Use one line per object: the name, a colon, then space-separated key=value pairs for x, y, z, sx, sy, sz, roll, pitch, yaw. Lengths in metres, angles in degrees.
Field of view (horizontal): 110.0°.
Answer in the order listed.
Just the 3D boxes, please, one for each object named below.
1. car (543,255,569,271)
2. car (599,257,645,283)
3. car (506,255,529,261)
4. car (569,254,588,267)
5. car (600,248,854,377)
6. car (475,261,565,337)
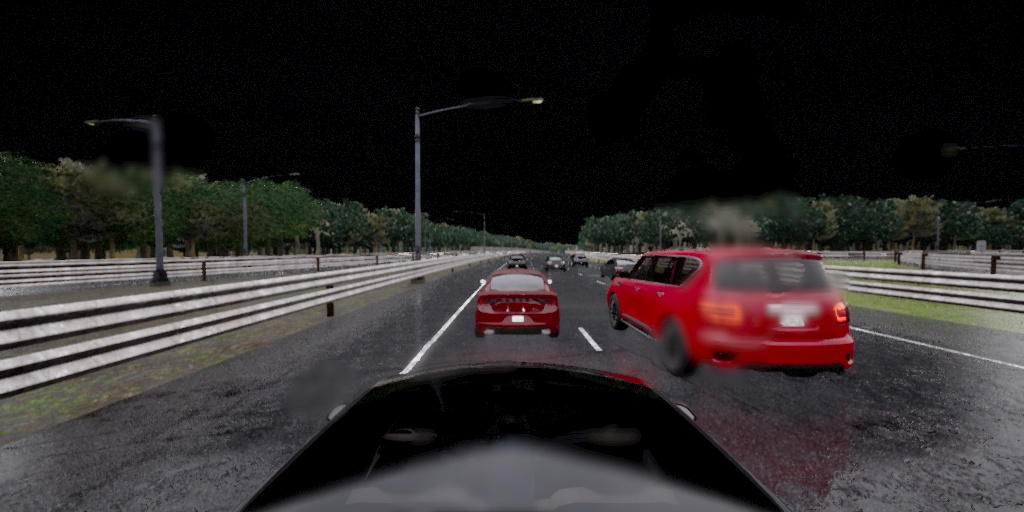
car: x=3.993 y=0.668 z=33.885 sx=1.812 sy=1.442 sz=4.674 roll=0 pitch=1 yaw=2
car: x=7.231 y=0.851 z=24.092 sx=1.812 sy=1.442 sz=4.674 roll=0 pitch=1 yaw=1
car: x=0.515 y=0.630 z=34.678 sx=1.837 sy=1.490 sz=4.892 roll=0 pitch=1 yaw=1
car: x=7.753 y=0.492 z=42.263 sx=1.837 sy=1.490 sz=4.892 roll=0 pitch=1 yaw=2
car: x=3.608 y=0.865 z=7.269 sx=2.150 sy=2.045 sz=5.566 roll=0 pitch=1 yaw=0
car: x=0.120 y=1.074 z=9.712 sx=1.882 sy=1.535 sz=5.008 roll=0 pitch=1 yaw=0
